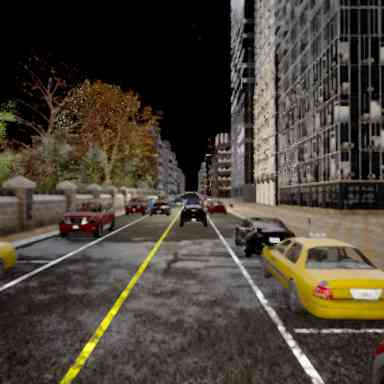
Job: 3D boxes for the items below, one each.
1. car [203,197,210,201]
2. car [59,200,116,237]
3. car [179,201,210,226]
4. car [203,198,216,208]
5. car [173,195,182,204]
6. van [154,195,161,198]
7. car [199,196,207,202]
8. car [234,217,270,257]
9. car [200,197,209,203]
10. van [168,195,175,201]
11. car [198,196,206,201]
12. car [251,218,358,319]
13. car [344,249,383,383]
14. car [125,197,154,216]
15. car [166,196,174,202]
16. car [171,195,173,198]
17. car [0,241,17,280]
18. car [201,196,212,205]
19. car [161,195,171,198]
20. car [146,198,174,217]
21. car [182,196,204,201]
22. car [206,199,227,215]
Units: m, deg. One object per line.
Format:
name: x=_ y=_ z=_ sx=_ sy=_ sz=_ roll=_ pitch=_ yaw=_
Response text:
car: x=2.720 y=1.593 z=40.589 sx=1.967 sy=1.590 sz=4.097 roll=1 pitch=0 yaw=0
car: x=-5.671 y=1.394 z=18.717 sx=2.192 sy=1.841 sz=5.009 roll=1 pitch=0 yaw=0
car: x=0.113 y=1.601 z=24.075 sx=1.837 sy=1.490 sz=4.892 roll=0 pitch=-1 yaw=0
car: x=2.725 y=1.713 z=51.994 sx=1.752 sy=1.417 sz=4.829 roll=1 pitch=0 yaw=0
car: x=-2.963 y=1.756 z=72.605 sx=2.033 sy=1.411 sz=5.357 roll=0 pitch=0 yaw=0
van: x=-5.656 y=1.512 z=46.263 sx=1.690 sy=1.788 sz=3.998 roll=1 pitch=0 yaw=0
car: x=2.743 y=1.810 z=85.529 sx=1.887 sy=1.381 sz=4.507 roll=1 pitch=0 yaw=0
car: x=2.703 y=1.622 z=12.984 sx=1.947 sy=1.339 sz=4.313 roll=1 pitch=0 yaw=0
car: x=2.737 y=1.789 z=74.294 sx=1.887 sy=1.381 sz=4.507 roll=1 pitch=0 yaw=0
van: x=-5.631 y=1.617 z=91.174 sx=1.690 sy=1.788 sz=3.998 roll=1 pitch=0 yaw=0
car: x=2.747 y=1.820 z=91.146 sx=1.887 sy=1.381 sz=4.507 roll=1 pitch=0 yaw=0
car: x=2.701 y=1.559 z=7.474 sx=1.752 sy=1.417 sz=4.829 roll=1 pitch=0 yaw=0
car: x=2.699 y=1.448 z=1.624 sx=1.967 sy=1.590 sz=4.097 roll=1 pitch=0 yaw=0
car: x=-5.662 y=1.451 z=35.035 sx=2.192 sy=1.841 sz=5.009 roll=1 pitch=0 yaw=0
car: x=-5.637 y=1.791 z=85.390 sx=1.752 sy=1.417 sz=4.829 roll=1 pitch=0 yaw=0
car: x=-5.646 y=1.777 z=68.719 sx=1.887 sy=1.381 sz=4.507 roll=1 pitch=0 yaw=0
car: x=-5.680 y=1.558 z=7.181 sx=1.752 sy=1.417 sz=4.829 roll=1 pitch=0 yaw=0
car: x=2.732 y=1.659 z=63.059 sx=1.967 sy=1.590 sz=4.097 roll=1 pitch=0 yaw=0
car: x=-5.646 y=1.534 z=63.105 sx=2.192 sy=1.841 sz=5.009 roll=1 pitch=0 yaw=0
car: x=-3.081 y=1.635 z=33.000 sx=1.837 sy=1.490 sz=4.892 roll=0 pitch=0 yaw=0
car: x=0.120 y=1.507 z=41.377 sx=2.097 sy=1.767 sz=4.553 roll=0 pitch=0 yaw=0
car: x=2.715 y=1.717 z=34.971 sx=1.802 sy=1.307 sz=4.206 roll=1 pitch=0 yaw=0
